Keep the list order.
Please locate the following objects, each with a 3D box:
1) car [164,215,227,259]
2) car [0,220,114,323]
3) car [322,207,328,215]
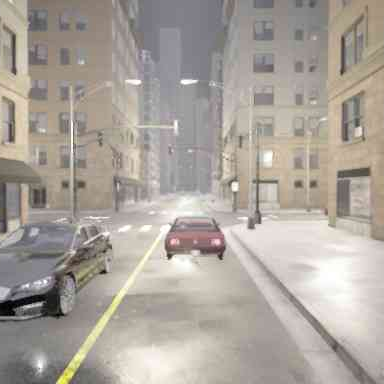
[{"bbox_3d":[0.090,1.477,12.017,1.895,1.301,4.718,0,1,0],"label":"car"},{"bbox_3d":[-3.076,1.417,7.347,2.128,1.511,4.902,0,0,0],"label":"car"},{"bbox_3d":[11.991,1.323,23.823,4.718,1.301,1.895,0,1,2],"label":"car"}]
